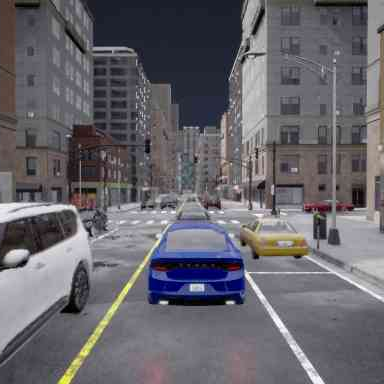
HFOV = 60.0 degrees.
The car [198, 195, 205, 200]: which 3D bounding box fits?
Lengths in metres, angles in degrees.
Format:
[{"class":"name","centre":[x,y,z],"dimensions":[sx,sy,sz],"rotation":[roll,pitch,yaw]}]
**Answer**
[{"class":"car","centre":[2.711,1.623,94.871],"dimensions":[2.008,1.369,4.403],"rotation":[-1,0,0]}]

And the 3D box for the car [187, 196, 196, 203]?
[{"class":"car","centre":[-0.117,1.579,74.028],"dimensions":[2.128,1.511,4.902],"rotation":[0,0,0]}]

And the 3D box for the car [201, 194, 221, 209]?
[{"class":"car","centre":[2.775,1.350,44.598],"dimensions":[2.192,1.841,5.009],"rotation":[-1,0,0]}]

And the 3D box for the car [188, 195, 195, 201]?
[{"class":"car","centre":[-0.134,1.537,84.480],"dimensions":[1.895,1.301,4.718],"rotation":[0,0,0]}]

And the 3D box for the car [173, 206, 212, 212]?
[{"class":"car","centre":[0.073,1.605,17.498],"dimensions":[1.895,1.301,4.718],"rotation":[0,0,0]}]

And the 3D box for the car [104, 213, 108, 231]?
[{"class":"car","centre":[-5.705,1.571,17.712],"dimensions":[1.947,1.339,4.313],"rotation":[-1,0,0]}]

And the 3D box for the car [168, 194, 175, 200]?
[{"class":"car","centre":[-5.828,1.513,94.857],"dimensions":[1.967,1.590,4.097],"rotation":[-1,0,0]}]

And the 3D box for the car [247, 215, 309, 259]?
[{"class":"car","centre":[2.828,1.527,12.400],"dimensions":[1.752,1.417,4.829],"rotation":[-1,0,0]}]

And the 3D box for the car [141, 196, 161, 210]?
[{"class":"car","centre":[-5.748,1.601,44.585],"dimensions":[1.947,1.339,4.313],"rotation":[-1,0,0]}]

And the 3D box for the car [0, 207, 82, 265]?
[{"class":"car","centre":[-5.697,1.442,12.215],"dimensions":[1.967,1.590,4.097],"rotation":[-1,0,0]}]

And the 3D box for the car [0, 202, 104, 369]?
[{"class":"car","centre":[-3.104,1.220,4.633],"dimensions":[2.150,2.045,5.566],"rotation":[0,0,0]}]

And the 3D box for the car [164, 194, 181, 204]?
[{"class":"car","centre":[-3.175,1.552,55.229],"dimensions":[1.837,1.490,4.892],"rotation":[0,0,0]}]

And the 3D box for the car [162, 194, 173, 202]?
[{"class":"car","centre":[-5.803,1.379,78.101],"dimensions":[2.192,1.841,5.009],"rotation":[-1,0,0]}]

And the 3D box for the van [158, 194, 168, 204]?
[{"class":"van","centre":[-5.785,1.398,66.929],"dimensions":[1.690,1.788,3.998],"rotation":[-1,0,0]}]

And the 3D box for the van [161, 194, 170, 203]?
[{"class":"van","centre":[-5.794,1.402,72.515],"dimensions":[1.690,1.788,3.998],"rotation":[-1,0,0]}]

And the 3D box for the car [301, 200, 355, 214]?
[{"class":"car","centre":[13.307,1.458,32.857],"dimensions":[4.718,1.301,1.895],"rotation":[-1,1,-1]}]

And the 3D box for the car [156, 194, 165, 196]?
[{"class":"car","centre":[-5.765,1.572,55.587],"dimensions":[1.752,1.417,4.829],"rotation":[-1,0,0]}]

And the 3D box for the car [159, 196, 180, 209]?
[{"class":"car","centre":[-3.167,1.584,45.331],"dimensions":[2.033,1.411,5.357],"rotation":[0,0,0]}]

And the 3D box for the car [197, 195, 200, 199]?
[{"class":"car","centre":[2.745,1.372,66.942],"dimensions":[2.192,1.841,5.009],"rotation":[-1,0,0]}]

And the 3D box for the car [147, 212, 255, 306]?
[{"class":"car","centre":[0.084,1.478,8.135],"dimensions":[1.882,1.535,5.008],"rotation":[0,0,0]}]

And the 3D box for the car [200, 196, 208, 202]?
[{"class":"car","centre":[2.733,1.590,78.284],"dimensions":[1.752,1.417,4.829],"rotation":[-1,0,0]}]

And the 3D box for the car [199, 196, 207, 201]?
[{"class":"car","centre":[2.726,1.633,83.699],"dimensions":[1.947,1.339,4.313],"rotation":[-1,0,0]}]
